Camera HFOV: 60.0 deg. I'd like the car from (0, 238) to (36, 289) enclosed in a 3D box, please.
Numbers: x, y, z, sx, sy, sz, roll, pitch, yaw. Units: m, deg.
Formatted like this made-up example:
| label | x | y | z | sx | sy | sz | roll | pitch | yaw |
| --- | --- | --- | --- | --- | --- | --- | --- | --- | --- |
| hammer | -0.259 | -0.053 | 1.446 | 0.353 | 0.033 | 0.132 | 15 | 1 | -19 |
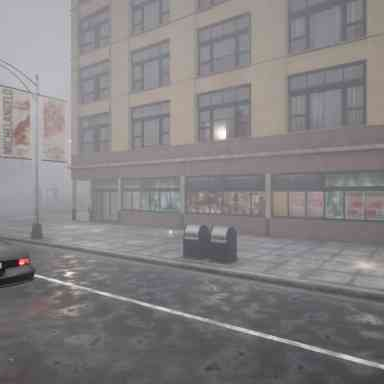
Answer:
| label | x | y | z | sx | sy | sz | roll | pitch | yaw |
| --- | --- | --- | --- | --- | --- | --- | --- | --- | --- |
| car | -6.000 | 1.547 | 8.142 | 5.357 | 1.411 | 2.033 | 0 | 0 | 35 |
